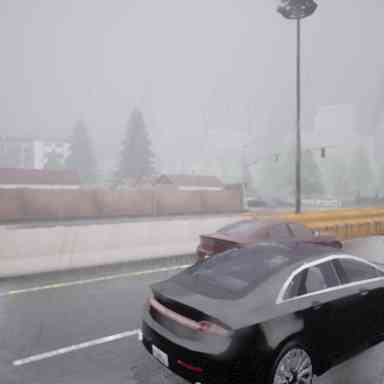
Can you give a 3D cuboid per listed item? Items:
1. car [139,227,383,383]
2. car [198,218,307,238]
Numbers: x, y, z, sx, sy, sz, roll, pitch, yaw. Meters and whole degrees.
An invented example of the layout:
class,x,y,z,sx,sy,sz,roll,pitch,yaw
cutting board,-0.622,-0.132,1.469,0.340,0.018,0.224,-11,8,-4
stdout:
class,x,y,z,sx,sy,sz,roll,pitch,yaw
car,1.634,1.502,4.905,4.902,1.511,2.128,0,0,-36
car,2.452,1.498,9.781,5.008,1.535,1.882,0,0,-35
